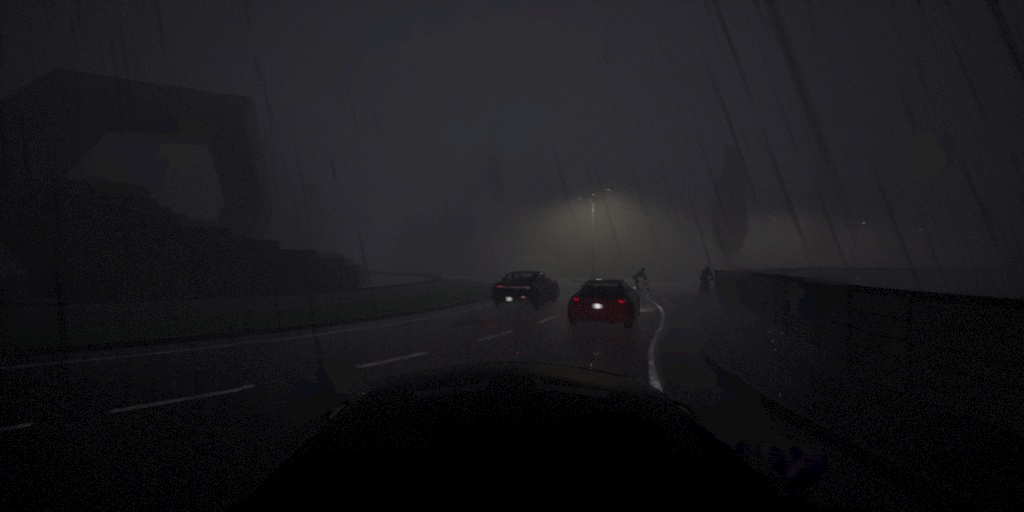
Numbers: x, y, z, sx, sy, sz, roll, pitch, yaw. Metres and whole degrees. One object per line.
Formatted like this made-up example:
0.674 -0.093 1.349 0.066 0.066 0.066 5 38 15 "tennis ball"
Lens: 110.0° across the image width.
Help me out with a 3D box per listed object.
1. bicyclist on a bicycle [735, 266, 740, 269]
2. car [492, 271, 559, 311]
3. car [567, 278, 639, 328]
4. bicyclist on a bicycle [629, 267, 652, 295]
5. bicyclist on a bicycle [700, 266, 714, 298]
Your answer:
21.169 1.757 33.663 1.656 1.620 0.582 1 -1 -1 "bicyclist on a bicycle"
0.730 1.402 15.519 2.128 1.511 4.902 0 -1 20 "car"
3.227 1.460 12.248 1.994 1.385 4.181 0 -1 22 "car"
7.610 1.491 21.212 1.656 1.620 0.582 1 -1 -15 "bicyclist on a bicycle"
9.972 1.333 18.392 1.656 1.620 0.582 2 -1 -43 "bicyclist on a bicycle"
